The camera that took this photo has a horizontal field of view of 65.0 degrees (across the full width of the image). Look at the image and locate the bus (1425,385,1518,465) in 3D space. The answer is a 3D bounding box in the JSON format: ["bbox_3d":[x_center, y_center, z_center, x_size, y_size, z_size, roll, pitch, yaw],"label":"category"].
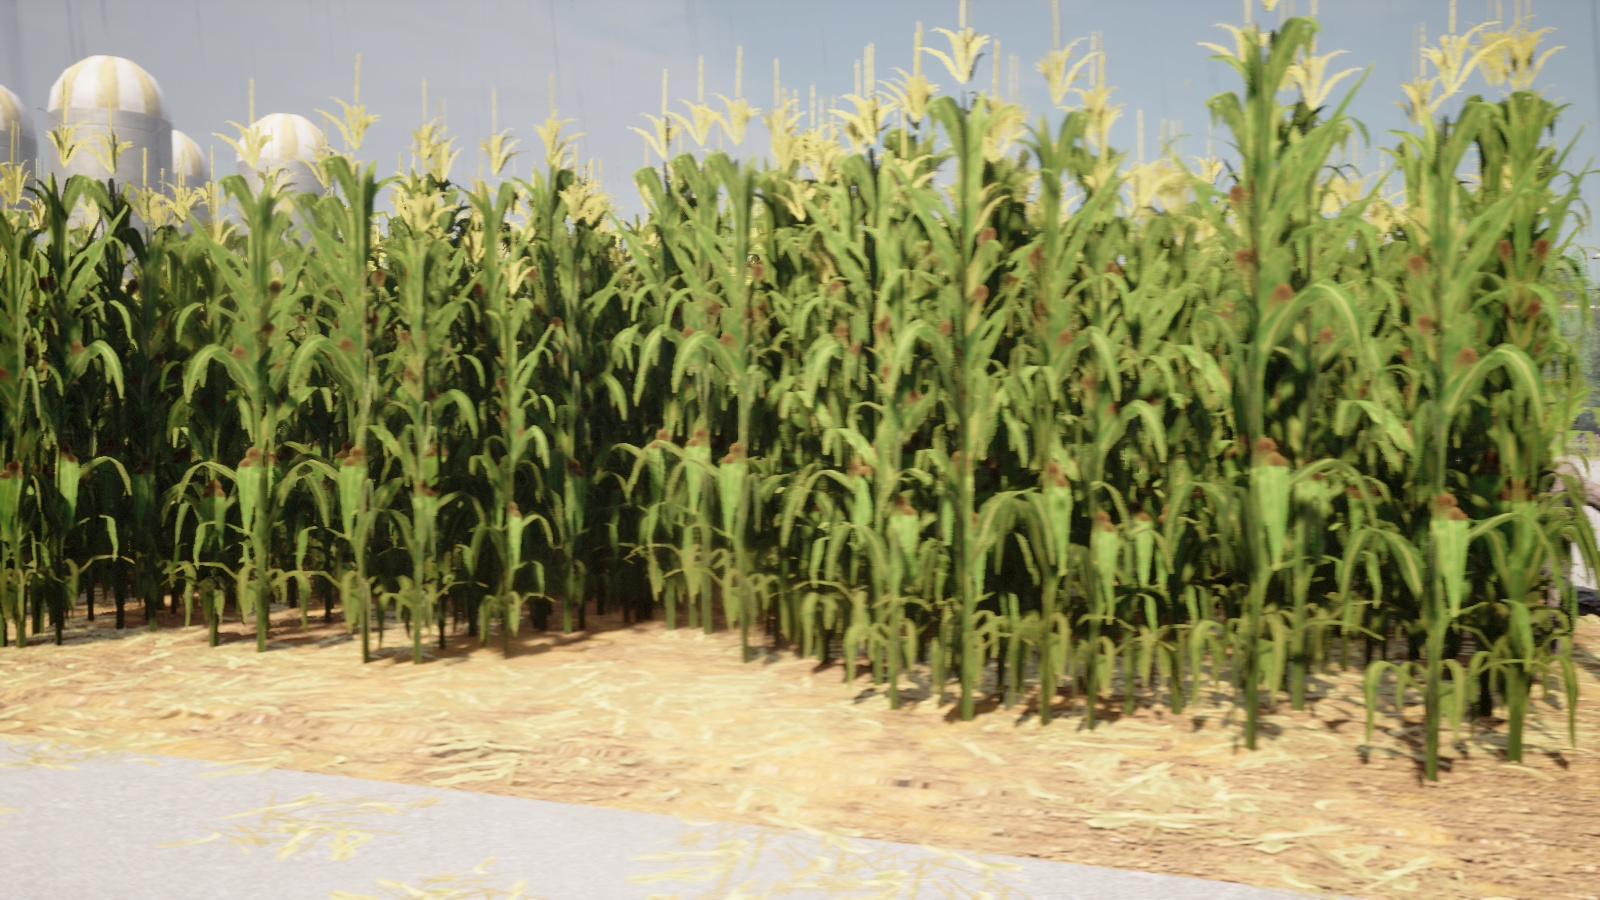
[{"bbox_3d":[38.407,-1.375,72.191,3.944,4.253,10.273,1,1,24],"label":"bus"}]

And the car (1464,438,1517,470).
[{"bbox_3d":[33.242,0.159,60.565,1.812,1.442,4.674,1,1,24],"label":"car"}]
